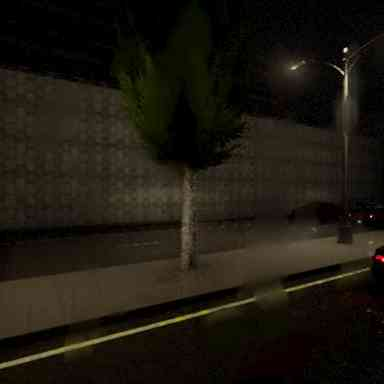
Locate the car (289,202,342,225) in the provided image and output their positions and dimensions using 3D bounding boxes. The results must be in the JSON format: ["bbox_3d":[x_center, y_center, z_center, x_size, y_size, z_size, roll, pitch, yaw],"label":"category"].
[{"bbox_3d":[9.340,1.492,24.728,5.008,1.535,1.882,1,0,-35],"label":"car"}]

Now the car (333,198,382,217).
[{"bbox_3d":[13.923,1.225,27.932,4.181,1.385,1.994,0,0,-36],"label":"car"}]

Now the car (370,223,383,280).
[{"bbox_3d":[6.649,1.554,8.491,5.357,1.411,2.033,0,0,-36],"label":"car"}]

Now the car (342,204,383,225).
[{"bbox_3d":[12.640,1.616,22.766,4.718,1.301,1.895,0,0,-35],"label":"car"}]
